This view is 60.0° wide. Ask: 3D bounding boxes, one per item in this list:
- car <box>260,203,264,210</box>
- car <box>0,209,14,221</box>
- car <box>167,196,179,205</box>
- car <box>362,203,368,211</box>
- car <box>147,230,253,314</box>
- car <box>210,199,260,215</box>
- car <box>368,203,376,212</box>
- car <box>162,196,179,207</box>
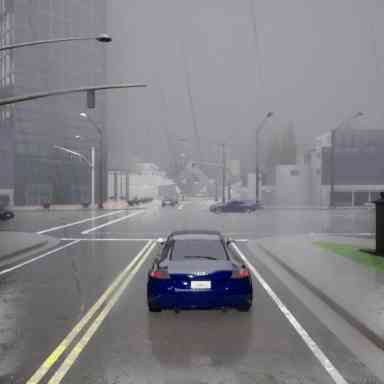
[{"bbox_3d":[5.483,1.548,37.882,5.357,1.411,2.033,0,0,14],"label":"car"},{"bbox_3d":[-16.378,1.672,26.147,4.181,1.385,1.994,-1,0,0],"label":"car"},{"bbox_3d":[-3.500,1.505,61.605,1.837,1.490,4.892,0,0,1],"label":"car"},{"bbox_3d":[21.512,1.474,37.126,4.674,1.442,1.812,0,0,-1],"label":"car"},{"bbox_3d":[0.093,1.564,7.727,1.994,1.385,4.181,0,0,-2],"label":"car"},{"bbox_3d":[4.114,1.528,33.489,4.674,1.442,1.812,0,0,0],"label":"car"},{"bbox_3d":[20.652,1.513,33.609,4.181,1.385,1.994,0,0,0],"label":"car"},{"bbox_3d":[-3.553,1.491,51.205,2.128,1.511,4.902,0,0,0],"label":"car"}]
